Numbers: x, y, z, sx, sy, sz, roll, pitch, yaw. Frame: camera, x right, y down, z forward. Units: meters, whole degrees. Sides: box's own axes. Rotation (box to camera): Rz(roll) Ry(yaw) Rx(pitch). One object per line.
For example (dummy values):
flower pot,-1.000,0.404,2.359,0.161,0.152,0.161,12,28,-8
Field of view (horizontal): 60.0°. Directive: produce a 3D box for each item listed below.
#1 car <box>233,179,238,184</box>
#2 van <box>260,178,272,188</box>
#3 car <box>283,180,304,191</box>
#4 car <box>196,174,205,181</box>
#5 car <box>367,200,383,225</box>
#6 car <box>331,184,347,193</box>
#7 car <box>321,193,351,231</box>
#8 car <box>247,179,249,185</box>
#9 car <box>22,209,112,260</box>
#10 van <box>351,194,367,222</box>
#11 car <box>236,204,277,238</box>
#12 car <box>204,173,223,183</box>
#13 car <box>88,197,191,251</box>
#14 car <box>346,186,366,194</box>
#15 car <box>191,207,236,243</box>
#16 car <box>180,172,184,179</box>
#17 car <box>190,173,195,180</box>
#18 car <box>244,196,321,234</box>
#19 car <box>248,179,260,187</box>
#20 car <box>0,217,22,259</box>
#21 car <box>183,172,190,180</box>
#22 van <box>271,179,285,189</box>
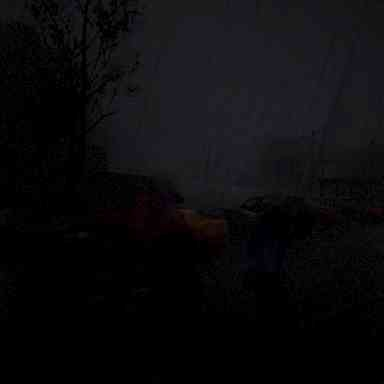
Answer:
car,11.041,-2.317,75.328,2.002,1.452,4.674,7,3,35
van,16.185,-1.764,67.812,1.878,1.987,4.442,7,4,35
car,19.672,-0.992,62.976,2.231,1.521,4.892,7,3,35
car,4.089,-3.699,85.100,2.435,2.045,5.566,7,3,34
car,11.666,1.403,24.629,4.553,1.767,2.185,-1,-1,35
car,24.879,-0.426,55.588,2.435,2.045,5.566,7,3,35
car,6.716,1.266,21.211,5.566,2.045,2.435,-1,-1,35
car,12.782,-2.044,72.865,2.002,1.452,4.674,7,4,35
car,-5.599,1.523,12.554,4.792,1.488,2.163,-1,-1,35
van,9.256,1.296,22.880,4.442,1.987,1.878,-1,-1,35
car,1.774,1.548,17.751,4.674,1.452,2.002,-1,-1,35
car,5.939,-3.176,82.840,1.946,1.575,5.366,7,3,34
car,-3.154,1.247,14.298,5.566,2.045,2.435,-1,-1,35
car,26.569,0.136,53.115,2.002,1.452,4.674,7,3,35
car,-0.833,1.502,16.124,5.366,1.575,1.946,-1,-1,35
car,-1.204,-4.362,92.386,2.435,2.045,5.566,1,-1,34
car,2.296,-3.850,87.567,2.185,1.767,4.553,6,3,34
car,4.202,1.262,19.507,5.566,2.045,2.435,-1,-1,35
car,14.612,-1.812,70.543,1.946,1.575,5.366,7,3,35
car,-8.020,1.493,10.809,4.892,1.521,2.231,-1,-1,35
car,0.567,-4.085,90.038,2.185,1.767,4.553,4,1,33
van,17.913,-1.491,65.339,1.878,1.987,4.442,7,4,35
